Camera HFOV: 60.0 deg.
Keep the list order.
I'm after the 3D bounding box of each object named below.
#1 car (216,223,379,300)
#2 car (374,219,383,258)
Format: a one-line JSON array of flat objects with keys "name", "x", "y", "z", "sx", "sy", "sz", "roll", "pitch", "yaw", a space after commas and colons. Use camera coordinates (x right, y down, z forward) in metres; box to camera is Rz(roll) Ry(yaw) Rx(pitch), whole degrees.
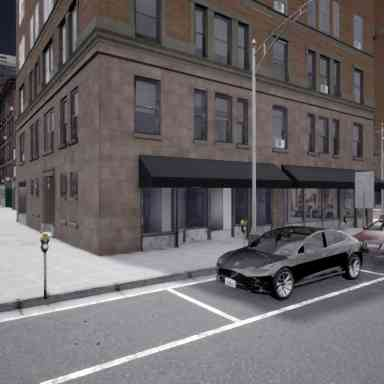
[{"name": "car", "x": 2.592, "y": 1.566, "z": 8.378, "sx": 4.313, "sy": 1.339, "sz": 1.947, "roll": 0, "pitch": 0, "yaw": -35}, {"name": "car", "x": 7.073, "y": 1.582, "z": 11.569, "sx": 4.206, "sy": 1.307, "sz": 1.802, "roll": 0, "pitch": 0, "yaw": -35}]
